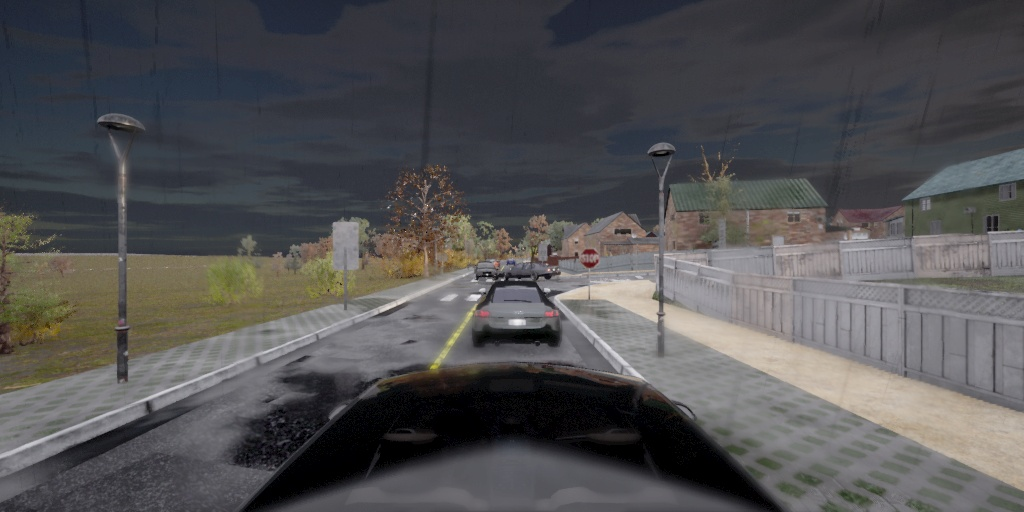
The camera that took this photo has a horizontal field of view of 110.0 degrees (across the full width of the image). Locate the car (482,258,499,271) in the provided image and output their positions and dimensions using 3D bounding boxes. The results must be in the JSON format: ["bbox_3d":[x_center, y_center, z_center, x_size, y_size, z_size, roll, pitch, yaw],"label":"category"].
[{"bbox_3d":[-2.986,1.120,51.001,2.097,1.767,4.553,0,0,0],"label":"car"}]

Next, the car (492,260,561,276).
[{"bbox_3d":[1.262,1.197,28.284,5.357,1.411,2.033,-4,-3,43],"label":"car"}]

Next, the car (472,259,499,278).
[{"bbox_3d":[-2.333,1.257,31.185,1.837,1.490,4.892,0,0,-8],"label":"car"}]

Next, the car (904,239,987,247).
[{"bbox_3d":[23.836,-0.208,20.303,4.902,1.511,2.128,-3,0,14],"label":"car"}]

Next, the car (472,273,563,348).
[{"bbox_3d":[0.081,1.313,9.266,1.994,1.385,4.181,0,0,-1],"label":"car"}]

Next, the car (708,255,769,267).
[{"bbox_3d":[14.329,0.413,22.698,4.181,1.385,1.994,-3,0,16],"label":"car"}]
